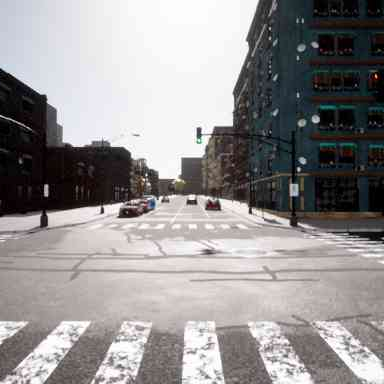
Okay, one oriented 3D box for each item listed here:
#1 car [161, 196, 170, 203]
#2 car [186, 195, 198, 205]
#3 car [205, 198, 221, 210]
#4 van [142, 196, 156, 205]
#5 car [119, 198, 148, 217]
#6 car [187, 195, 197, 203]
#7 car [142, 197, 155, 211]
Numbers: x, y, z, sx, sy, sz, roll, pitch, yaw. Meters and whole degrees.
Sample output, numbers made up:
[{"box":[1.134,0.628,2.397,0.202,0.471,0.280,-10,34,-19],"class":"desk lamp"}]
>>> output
[{"box":[-5.687,1.601,71.516,1.802,1.307,4.206,1,0,0],"class":"car"},{"box":[-0.009,1.579,59.801,1.994,1.385,4.181,0,0,0],"class":"car"},{"box":[2.699,1.450,43.145,1.967,1.590,4.097,1,0,0],"class":"car"},{"box":[-5.679,1.352,43.083,1.690,1.788,3.998,1,0,0],"class":"van"},{"box":[-5.758,1.552,31.714,1.887,1.381,4.507,1,0,0],"class":"car"},{"box":[-0.010,1.376,69.811,2.128,1.511,4.902,0,0,0],"class":"car"},{"box":[-5.682,1.554,37.396,1.887,1.381,4.507,1,0,0],"class":"car"}]
